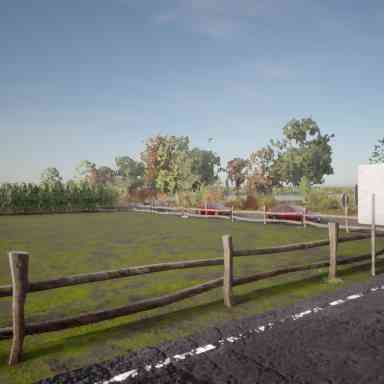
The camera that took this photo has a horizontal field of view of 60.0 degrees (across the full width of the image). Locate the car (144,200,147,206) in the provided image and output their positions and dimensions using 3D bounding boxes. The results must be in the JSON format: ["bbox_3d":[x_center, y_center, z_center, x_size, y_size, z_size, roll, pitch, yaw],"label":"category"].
[{"bbox_3d":[-8.643,2.255,67.409,2.128,1.511,4.902,0,0,-19],"label":"car"}]

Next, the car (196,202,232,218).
[{"bbox_3d":[2.330,1.849,35.028,1.882,1.535,5.008,-1,0,-34],"label":"car"}]

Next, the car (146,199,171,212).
[{"bbox_3d":[-4.378,2.105,46.121,1.994,1.385,4.181,-1,0,-24],"label":"car"}]

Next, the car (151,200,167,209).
[{"bbox_3d":[-5.744,2.175,57.614,1.812,1.442,4.674,0,-1,-17],"label":"car"}]

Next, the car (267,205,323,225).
[{"bbox_3d":[8.107,1.756,26.634,1.812,1.442,4.674,-1,0,-35],"label":"car"}]
